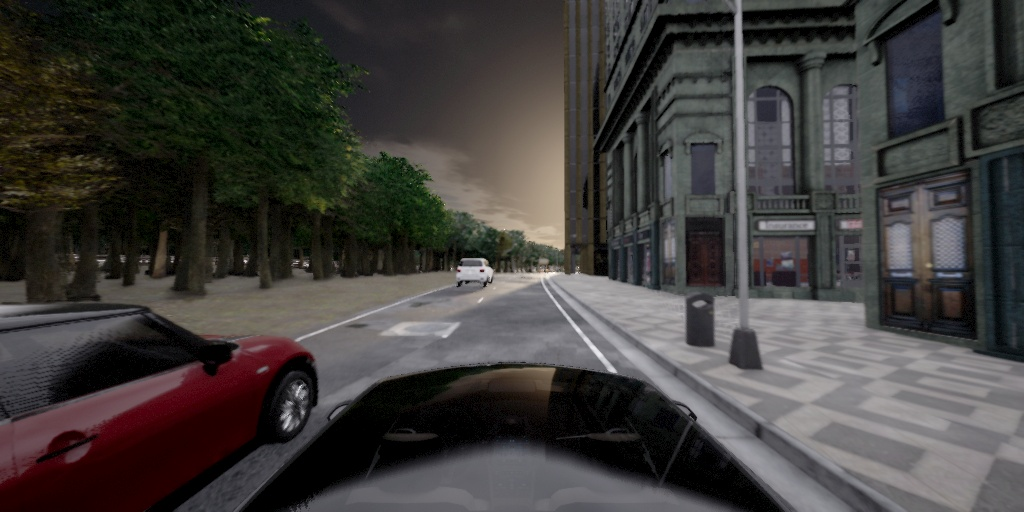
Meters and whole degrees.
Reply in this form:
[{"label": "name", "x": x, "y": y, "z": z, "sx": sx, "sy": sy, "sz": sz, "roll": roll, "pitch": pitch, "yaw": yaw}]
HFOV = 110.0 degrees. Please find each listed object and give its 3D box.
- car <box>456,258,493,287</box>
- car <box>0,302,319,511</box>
[{"label": "car", "x": -2.709, "y": 1.215, "z": 26.986, "sx": 2.150, "sy": 2.045, "sz": 5.566, "roll": 0, "pitch": -1, "yaw": 3}, {"label": "car", "x": -3.379, "y": 1.100, "z": 2.484, "sx": 2.097, "sy": 1.767, "sz": 4.553, "roll": 0, "pitch": 0, "yaw": 0}]
